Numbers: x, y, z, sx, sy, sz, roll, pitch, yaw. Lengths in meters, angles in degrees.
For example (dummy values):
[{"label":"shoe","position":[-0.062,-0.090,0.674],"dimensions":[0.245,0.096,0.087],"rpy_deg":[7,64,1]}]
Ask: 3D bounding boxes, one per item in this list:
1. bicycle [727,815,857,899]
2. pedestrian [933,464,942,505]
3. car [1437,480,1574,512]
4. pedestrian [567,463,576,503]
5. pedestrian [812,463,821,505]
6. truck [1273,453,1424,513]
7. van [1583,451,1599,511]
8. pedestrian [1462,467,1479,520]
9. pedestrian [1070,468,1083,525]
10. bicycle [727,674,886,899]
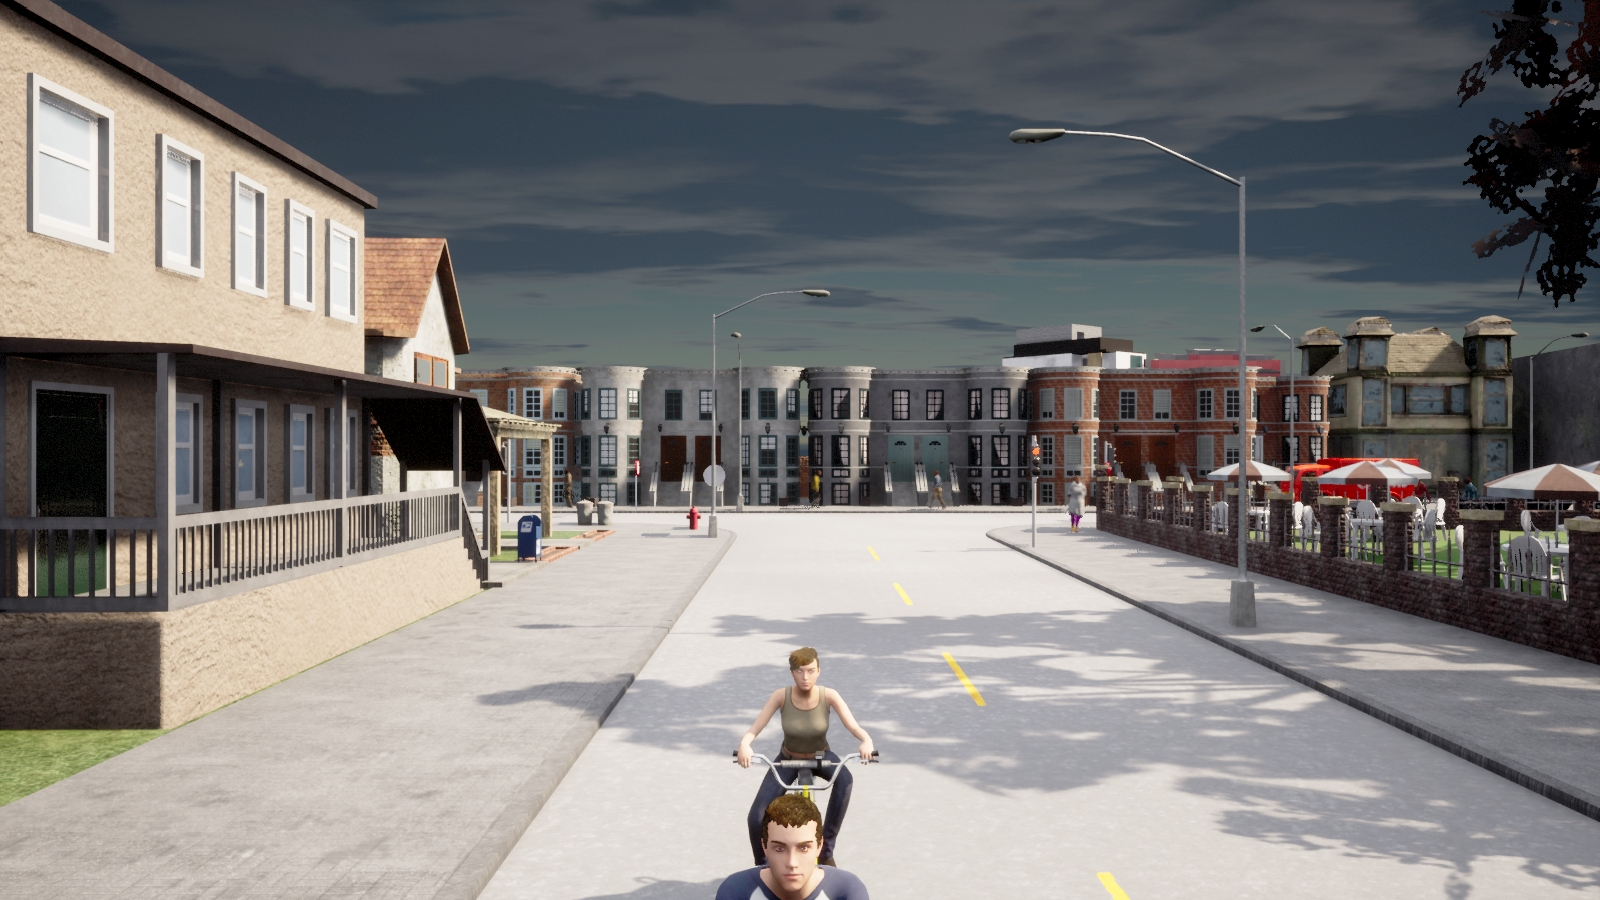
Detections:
[{"label":"bicycle","position":[-0.022,1.938,3.212],"dimensions":[0.373,1.296,1.643],"rpy_deg":[0,0,0]},{"label":"pedestrian","position":[6.185,1.547,51.354],"dimensions":[0.375,1.860,0.375],"rpy_deg":[0,0,10]},{"label":"car","position":[30.125,1.955,48.889],"dimensions":[4.718,1.301,1.895],"rpy_deg":[0,0,0]},{"label":"pedestrian","position":[-10.618,1.546,53.145],"dimensions":[0.375,1.860,0.375],"rpy_deg":[0,0,-2]},{"label":"pedestrian","position":[0.768,1.546,51.994],"dimensions":[0.375,1.860,0.375],"rpy_deg":[0,0,8]},{"label":"truck","position":[23.374,1.365,48.875],"dimensions":[5.204,2.467,2.627],"rpy_deg":[0,0,0]},{"label":"van","position":[37.194,1.334,48.909],"dimensions":[5.915,2.561,1.988],"rpy_deg":[0,0,1]},{"label":"pedestrian","position":[23.823,1.542,40.589],"dimensions":[0.375,1.860,0.375],"rpy_deg":[0,0,5]},{"label":"pedestrian","position":[9.066,1.531,37.477],"dimensions":[0.375,1.860,0.375],"rpy_deg":[0,0,5]},{"label":"bicycle","position":[0.033,2.040,6.906],"dimensions":[0.859,1.080,1.487],"rpy_deg":[0,0,0]}]
